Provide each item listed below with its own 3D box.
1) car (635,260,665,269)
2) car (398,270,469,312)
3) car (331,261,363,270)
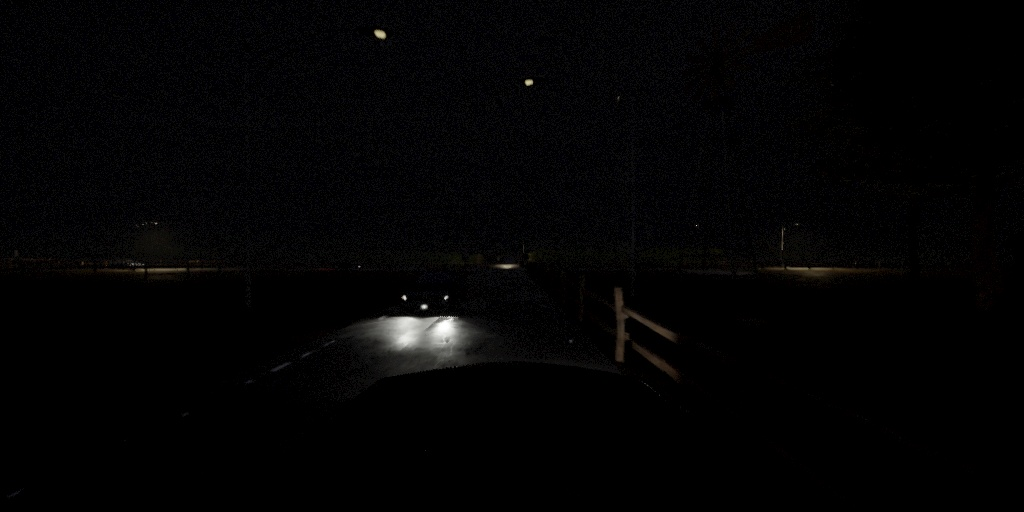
[{"bbox_3d":[22.520,1.342,59.051,5.008,1.535,1.882,0,1,0],"label":"car"},{"bbox_3d":[-2.851,1.265,14.321,2.033,1.411,5.357,0,0,0],"label":"car"},{"bbox_3d":[-27.045,1.531,58.979,4.892,1.490,1.837,2,1,0],"label":"car"}]
